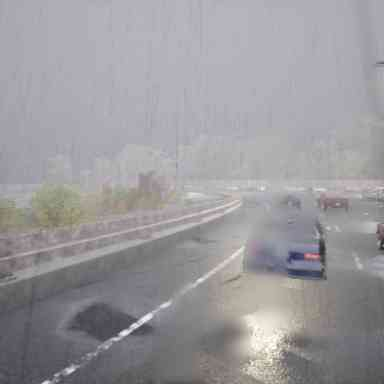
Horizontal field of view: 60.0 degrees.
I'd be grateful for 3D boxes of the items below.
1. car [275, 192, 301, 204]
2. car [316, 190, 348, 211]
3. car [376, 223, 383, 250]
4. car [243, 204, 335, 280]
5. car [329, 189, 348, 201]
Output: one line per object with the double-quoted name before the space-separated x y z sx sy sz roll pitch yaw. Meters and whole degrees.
"car" 8.886 0.732 30.830 1.837 1.490 4.892 1 2 10
"car" 12.146 0.764 29.062 1.882 1.535 5.008 1 2 11
"car" 6.619 1.373 9.538 1.895 1.301 4.718 1 2 21
"car" 2.811 1.310 9.305 2.033 1.411 5.357 1 2 22
"car" 19.973 0.415 45.575 1.812 1.442 4.674 1 2 16
